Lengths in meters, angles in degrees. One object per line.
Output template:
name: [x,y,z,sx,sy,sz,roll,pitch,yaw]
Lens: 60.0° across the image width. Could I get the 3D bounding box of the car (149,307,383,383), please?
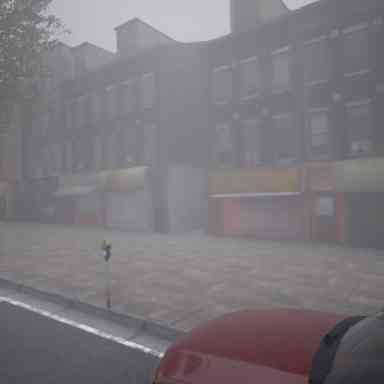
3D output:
car: [1.957,1.307,1.448,5.009,1.841,2.192,-1,-2,36]
